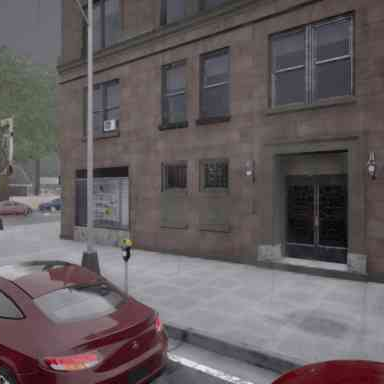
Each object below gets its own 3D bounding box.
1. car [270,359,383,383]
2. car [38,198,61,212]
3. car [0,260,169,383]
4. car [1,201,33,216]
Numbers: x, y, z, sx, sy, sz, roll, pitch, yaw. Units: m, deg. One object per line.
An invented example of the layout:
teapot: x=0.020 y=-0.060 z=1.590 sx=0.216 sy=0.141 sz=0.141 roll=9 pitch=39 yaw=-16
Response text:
car: x=2.297 y=1.545 z=1.180 sx=4.507 sy=1.381 sz=1.887 roll=0 pitch=0 yaw=35
car: x=-14.318 y=1.340 z=36.505 sx=1.882 sy=1.535 sz=5.008 roll=0 pitch=0 yaw=35
car: x=-2.201 y=1.582 z=4.376 sx=4.206 sy=1.307 sz=1.802 roll=0 pitch=0 yaw=35
car: x=-15.974 y=1.470 z=28.566 sx=1.994 sy=1.385 sz=4.181 roll=0 pitch=0 yaw=36
